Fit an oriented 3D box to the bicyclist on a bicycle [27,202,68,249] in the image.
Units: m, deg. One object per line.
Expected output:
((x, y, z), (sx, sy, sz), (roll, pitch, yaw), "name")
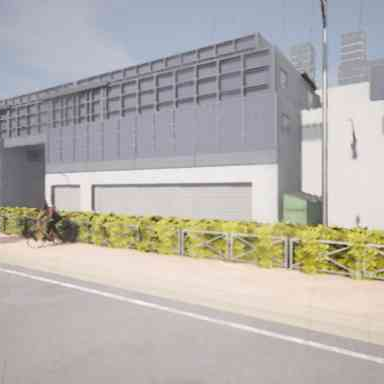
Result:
((-5.211, 1.204, 12.078), (0.582, 1.620, 1.656), (0, 0, 33), "bicyclist on a bicycle")
